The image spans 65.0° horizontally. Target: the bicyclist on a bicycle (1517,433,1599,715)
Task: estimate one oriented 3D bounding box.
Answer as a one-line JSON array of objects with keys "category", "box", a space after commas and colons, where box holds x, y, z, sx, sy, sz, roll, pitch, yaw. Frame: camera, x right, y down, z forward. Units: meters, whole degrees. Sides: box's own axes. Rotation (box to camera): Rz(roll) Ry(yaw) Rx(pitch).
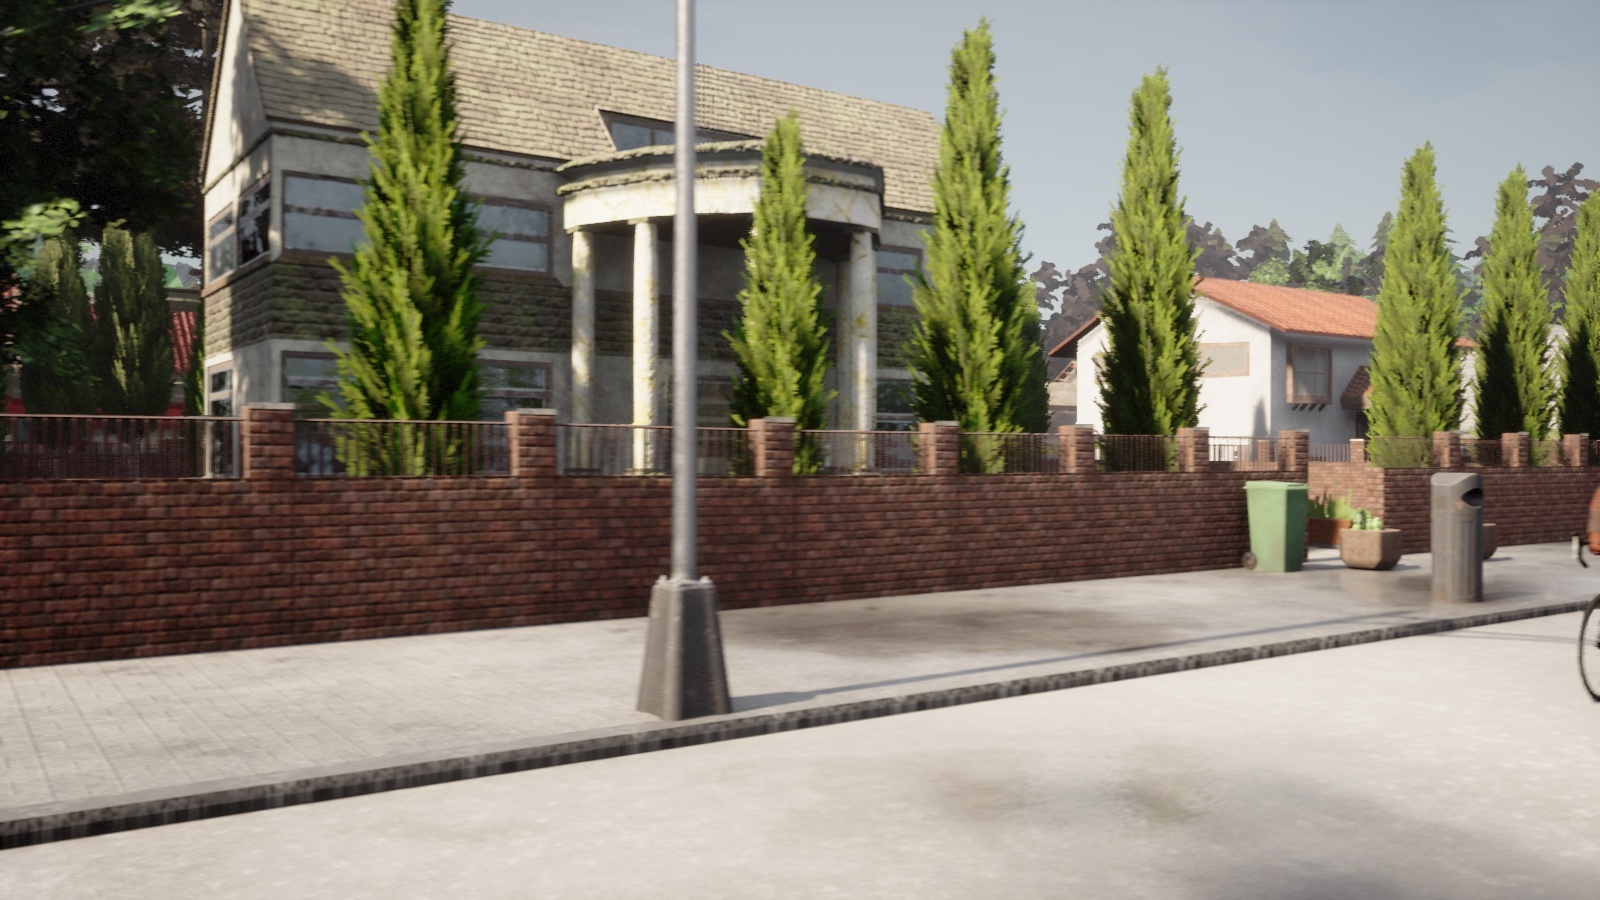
[{"category": "bicyclist on a bicycle", "box": [5.187, 0.706, 7.799, 1.656, 1.620, 0.582, -1, 0, -33]}]
